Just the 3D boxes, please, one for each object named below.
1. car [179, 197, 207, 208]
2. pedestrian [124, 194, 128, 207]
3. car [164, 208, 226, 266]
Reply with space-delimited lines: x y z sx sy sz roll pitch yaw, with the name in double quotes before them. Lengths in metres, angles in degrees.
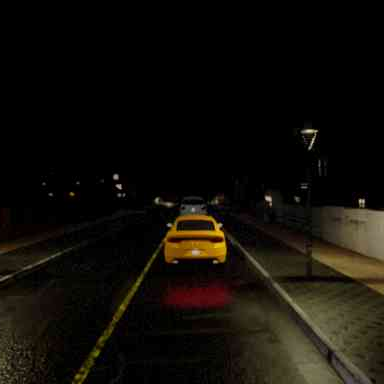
"car" 0.095 1.435 27.948 2.150 2.045 5.566 0 -1 0
"pedestrian" -9.680 1.249 48.832 0.375 1.860 0.375 0 0 1
"car" 0.099 1.568 11.900 1.882 1.535 5.008 0 0 0
